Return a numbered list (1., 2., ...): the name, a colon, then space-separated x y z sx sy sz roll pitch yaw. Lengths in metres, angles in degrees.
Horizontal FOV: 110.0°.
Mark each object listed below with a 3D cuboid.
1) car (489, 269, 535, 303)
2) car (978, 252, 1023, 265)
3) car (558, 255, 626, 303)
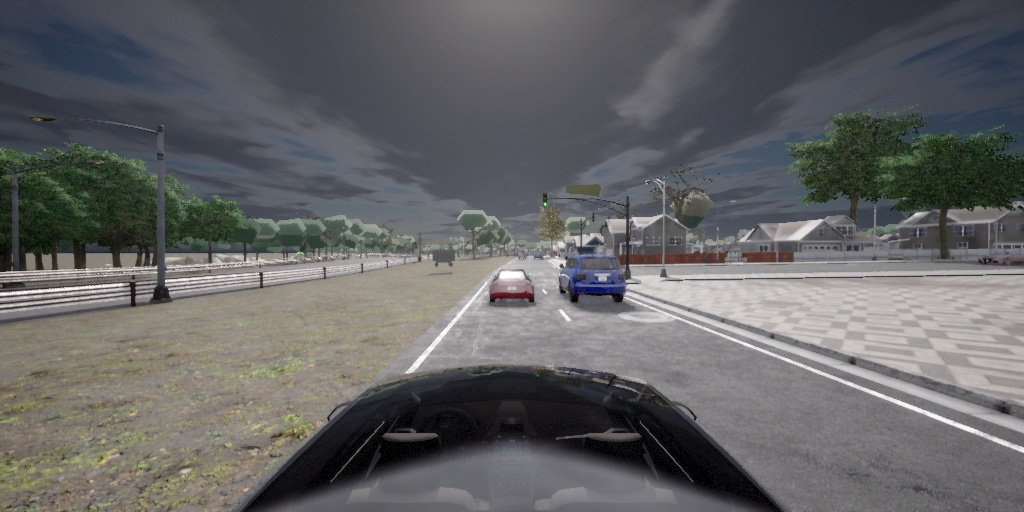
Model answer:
1. car: 0.000 1.263 16.496 1.994 1.385 4.181 0 0 0
2. car: 51.427 0.234 37.280 4.181 1.385 1.994 -1 1 0
3. car: 3.500 0.947 16.523 2.150 2.045 5.566 0 1 0
